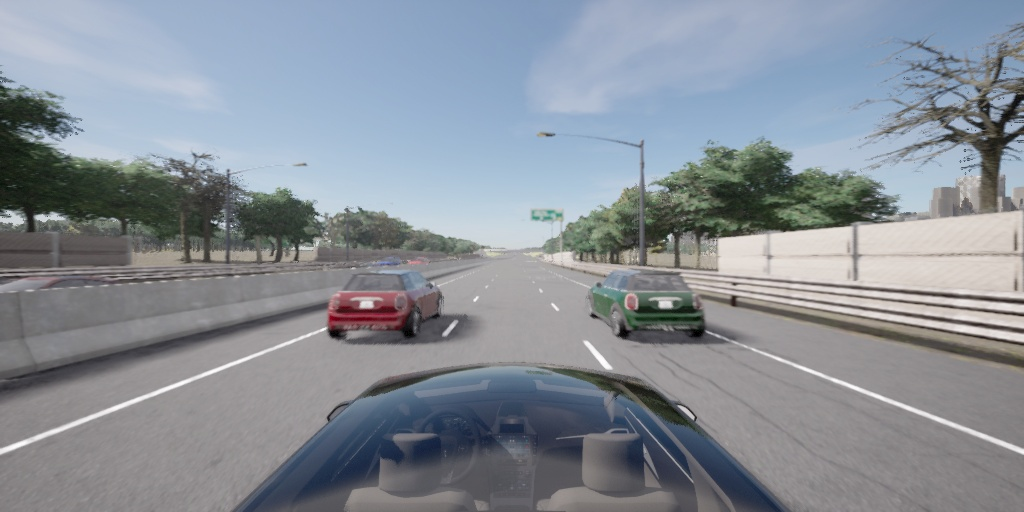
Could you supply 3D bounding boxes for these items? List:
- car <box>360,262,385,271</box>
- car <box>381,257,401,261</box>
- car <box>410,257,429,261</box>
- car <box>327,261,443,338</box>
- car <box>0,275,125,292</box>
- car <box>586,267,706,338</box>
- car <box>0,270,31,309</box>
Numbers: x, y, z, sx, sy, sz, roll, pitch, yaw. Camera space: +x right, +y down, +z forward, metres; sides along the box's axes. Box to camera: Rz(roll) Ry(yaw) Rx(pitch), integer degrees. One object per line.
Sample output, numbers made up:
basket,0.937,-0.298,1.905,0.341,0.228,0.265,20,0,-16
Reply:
car,-20.903,1.581,53.925,1.895,1.301,4.718,0,0,1
car,-17.441,1.195,51.162,2.150,2.045,5.566,0,0,1
car,-13.911,1.199,53.782,2.150,2.045,5.566,0,0,1
car,-3.397,1.156,10.519,2.097,1.767,4.553,0,0,0
car,-14.095,1.333,10.868,1.812,1.442,4.674,0,0,0
car,3.602,1.155,10.527,2.097,1.767,4.553,0,0,0
car,-21.092,1.322,12.570,1.837,1.490,4.892,0,0,0
